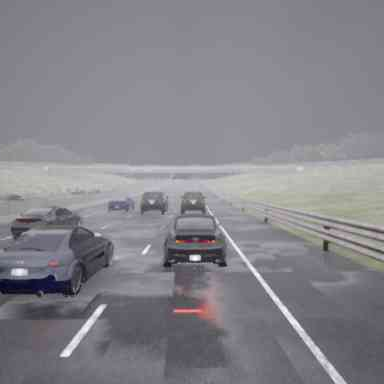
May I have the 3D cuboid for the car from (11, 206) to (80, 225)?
[{"bbox_3d":[-6.898,1.436,16.304,1.837,1.490,4.892,0,1,0],"label":"car"}]

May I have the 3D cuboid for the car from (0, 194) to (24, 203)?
[{"bbox_3d":[-17.585,1.058,31.079,2.097,1.767,4.553,0,1,0],"label":"car"}]

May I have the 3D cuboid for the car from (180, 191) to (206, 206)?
[{"bbox_3d":[0.108,0.938,30.581,2.150,2.045,5.566,0,1,0],"label":"car"}]

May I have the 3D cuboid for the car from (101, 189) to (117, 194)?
[{"bbox_3d":[-17.476,0.003,71.784,1.812,1.442,4.674,0,2,0],"label":"car"}]

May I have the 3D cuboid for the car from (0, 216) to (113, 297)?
[{"bbox_3d":[-3.415,1.551,8.617,1.994,1.385,4.181,0,0,0],"label":"car"}]

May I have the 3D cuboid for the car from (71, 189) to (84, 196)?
[{"bbox_3d":[-24.477,0.075,71.759,1.895,1.301,4.718,0,2,0],"label":"car"}]

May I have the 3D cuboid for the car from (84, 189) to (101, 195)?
[{"bbox_3d":[-20.976,0.018,71.786,2.033,1.411,5.357,0,2,0],"label":"car"}]

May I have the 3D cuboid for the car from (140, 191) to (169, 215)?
[{"bbox_3d":[-3.400,0.937,30.644,2.150,2.045,5.566,0,1,0],"label":"car"}]

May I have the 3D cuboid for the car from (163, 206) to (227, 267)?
[{"bbox_3d":[0.095,1.479,11.338,1.837,1.490,4.892,0,1,0],"label":"car"}]

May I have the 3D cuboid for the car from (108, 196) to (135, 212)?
[{"bbox_3d":[-6.891,1.143,32.997,1.882,1.535,5.008,0,1,0],"label":"car"}]
